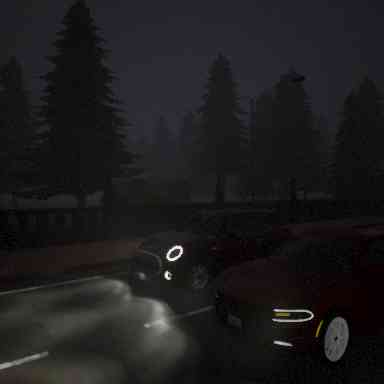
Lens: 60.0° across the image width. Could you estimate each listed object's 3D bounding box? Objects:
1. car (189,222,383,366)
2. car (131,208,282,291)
[{"bbox_3d":[2.585,1.402,5.867,5.008,1.535,1.882,-1,1,-36],"label":"car"},{"bbox_3d":[0.686,1.275,8.811,4.553,1.767,2.097,-1,1,-36],"label":"car"}]
